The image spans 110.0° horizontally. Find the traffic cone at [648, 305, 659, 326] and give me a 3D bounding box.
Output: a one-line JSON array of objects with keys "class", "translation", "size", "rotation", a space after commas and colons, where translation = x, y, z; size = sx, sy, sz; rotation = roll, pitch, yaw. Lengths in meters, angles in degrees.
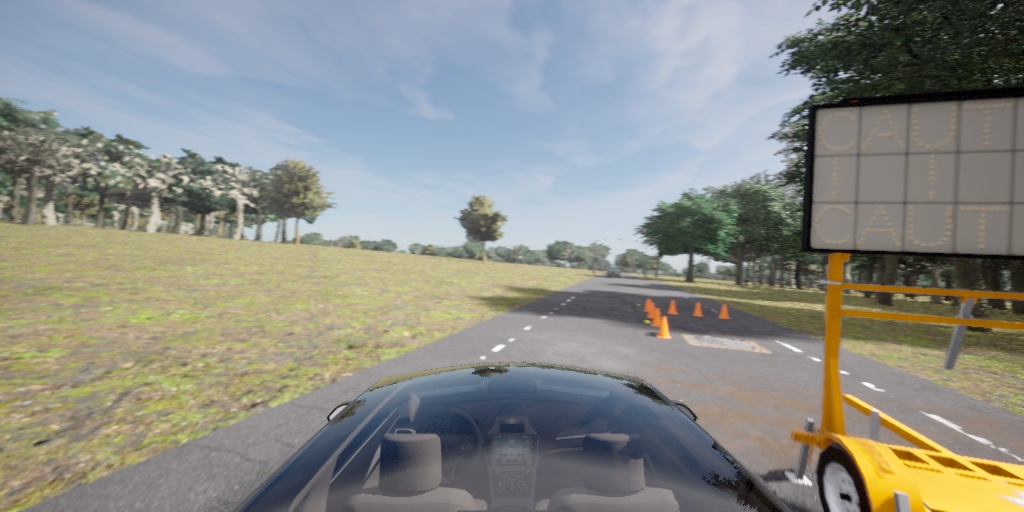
[{"class": "traffic cone", "translation": [4.888, 2.064, 12.121], "size": [0.340, 0.580, 0.340], "rotation": [0, 0, 17]}]

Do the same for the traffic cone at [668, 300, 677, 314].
[{"class": "traffic cone", "translation": [7.004, 2.216, 15.656], "size": [0.340, 0.580, 0.340], "rotation": [0, 0, 17]}]

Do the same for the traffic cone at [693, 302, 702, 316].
[{"class": "traffic cone", "translation": [7.960, 2.265, 15.365], "size": [0.340, 0.580, 0.340], "rotation": [0, 0, 17]}]

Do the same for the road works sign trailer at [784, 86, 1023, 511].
[{"class": "road works sign trailer", "translation": [3.697, 0.422, 3.078], "size": [2.380, 3.560, 2.880], "rotation": [0, 0, 17]}]

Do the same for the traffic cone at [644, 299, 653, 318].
[{"class": "traffic cone", "translation": [5.469, 2.115, 14.034], "size": [0.340, 0.580, 0.340], "rotation": [0, 0, 17]}]

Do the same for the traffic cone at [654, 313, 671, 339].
[{"class": "traffic cone", "translation": [4.308, 2.013, 10.208], "size": [0.340, 0.580, 0.340], "rotation": [0, 0, 17]}]

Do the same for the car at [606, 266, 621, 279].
[{"class": "car", "translation": [17.783, 2.837, 62.843], "size": [2.150, 2.045, 5.566], "rotation": [3, -1, 16]}]

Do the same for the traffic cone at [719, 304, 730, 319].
[{"class": "traffic cone", "translation": [8.915, 2.313, 15.074], "size": [0.340, 0.580, 0.340], "rotation": [0, 0, 17]}]
